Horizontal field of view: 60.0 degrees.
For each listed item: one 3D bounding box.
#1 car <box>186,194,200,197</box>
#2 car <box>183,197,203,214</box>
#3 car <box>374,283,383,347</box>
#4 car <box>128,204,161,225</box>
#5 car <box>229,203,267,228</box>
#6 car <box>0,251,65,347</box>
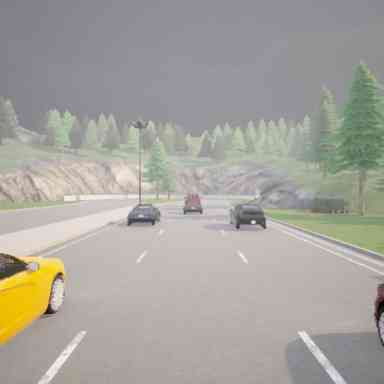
[{"bbox_3d":[0.099,1.221,44.622,2.150,2.045,5.566,0,0,0],"label":"car"},{"bbox_3d":[0.104,1.564,35.204,1.994,1.385,4.181,0,0,0],"label":"car"},{"bbox_3d":[3.598,1.478,2.872,1.882,1.535,5.008,0,0,0],"label":"car"},{"bbox_3d":[-3.396,1.564,24.186,1.994,1.385,4.181,0,0,0],"label":"car"},{"bbox_3d":[3.604,1.505,21.910,1.837,1.490,4.892,0,0,0],"label":"car"},{"bbox_3d":[-3.401,1.478,4.526,1.882,1.535,5.008,0,0,0],"label":"car"}]
